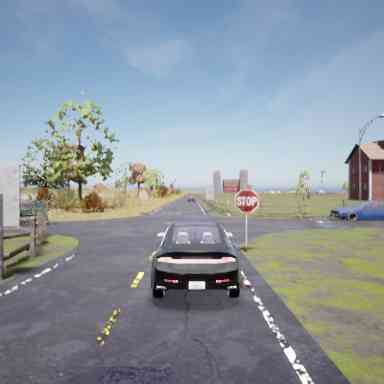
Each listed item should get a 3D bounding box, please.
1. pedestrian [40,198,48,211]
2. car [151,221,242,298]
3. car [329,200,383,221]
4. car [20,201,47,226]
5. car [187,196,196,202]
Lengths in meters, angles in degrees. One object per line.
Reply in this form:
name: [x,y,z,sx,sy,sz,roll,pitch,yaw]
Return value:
pedestrian: [-12.208,1.408,27.236,0.375,1.860,0.375,0,1,0]
car: [0.084,1.489,8.491,2.128,1.511,4.902,0,0,0]
car: [12.922,1.324,24.096,5.357,1.411,2.033,-1,0,2]
car: [-13.127,1.496,24.219,4.553,1.767,2.097,-1,0,0]
car: [-0.136,1.525,75.041,2.033,1.411,5.357,0,0,0]
